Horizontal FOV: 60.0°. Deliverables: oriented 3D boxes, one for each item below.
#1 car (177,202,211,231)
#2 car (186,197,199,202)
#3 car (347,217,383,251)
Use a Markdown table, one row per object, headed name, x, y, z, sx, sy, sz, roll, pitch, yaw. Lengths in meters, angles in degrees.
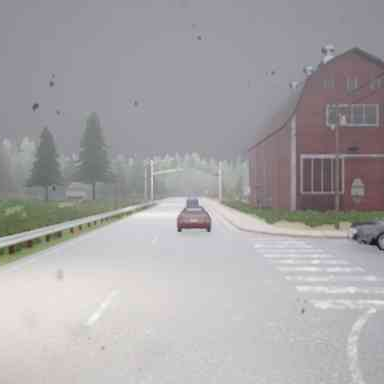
| name | x | y | z | sx | sy | sz | roll | pitch | yaw |
| --- | --- | --- | --- | --- | --- | --- | --- | --- | --- |
| car | 0.127 | 1.563 | 20.463 | 1.994 | 1.385 | 4.181 | 0 | 0 | 0 |
| car | 0.069 | 1.476 | 50.780 | 1.882 | 1.535 | 5.008 | 0 | 0 | 0 |
| car | 8.866 | 1.491 | 13.302 | 4.902 | 1.511 | 2.128 | 0 | 0 | 3 |
